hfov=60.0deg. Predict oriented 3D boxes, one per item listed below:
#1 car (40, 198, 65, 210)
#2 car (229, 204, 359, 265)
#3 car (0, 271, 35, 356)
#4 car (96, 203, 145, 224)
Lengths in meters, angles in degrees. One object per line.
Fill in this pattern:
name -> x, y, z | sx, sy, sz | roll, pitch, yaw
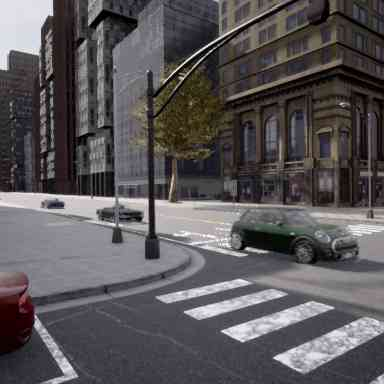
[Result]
car -> -16.613, 1.339, 39.653 | 1.895, 1.301, 4.718 | -1, 1, -36
car -> 3.468, 1.349, 11.983 | 2.097, 1.767, 4.553 | -1, 0, -36
car -> -4.209, 1.545, 3.634 | 4.507, 1.381, 1.887 | 0, -1, -36
car -> -5.240, 1.495, 23.964 | 1.895, 1.301, 4.718 | -1, 1, -36
